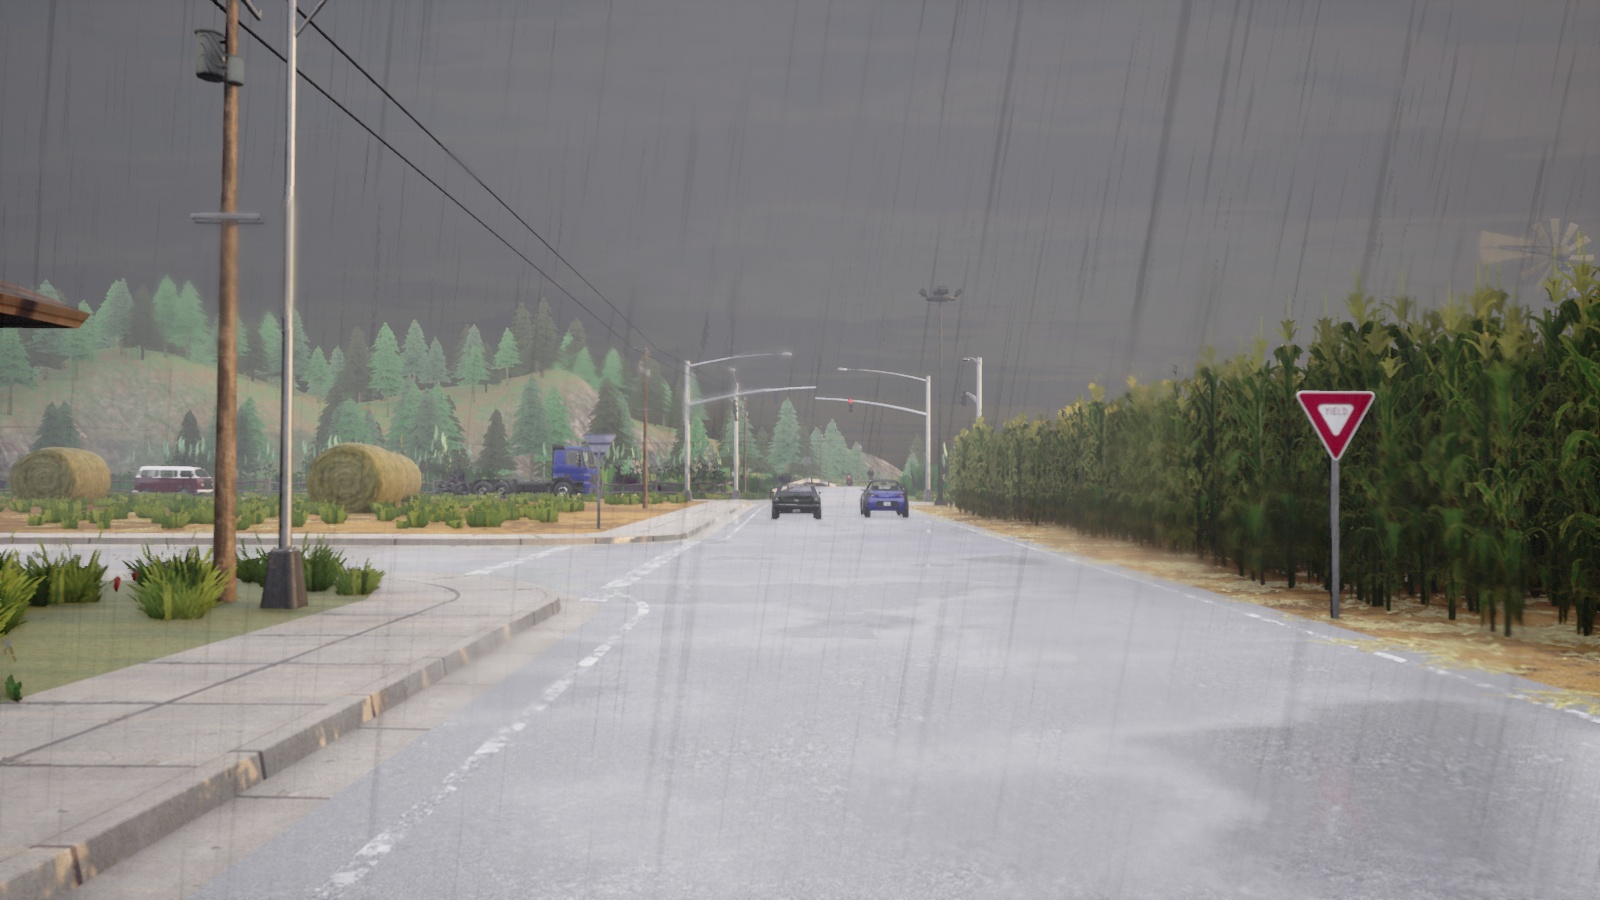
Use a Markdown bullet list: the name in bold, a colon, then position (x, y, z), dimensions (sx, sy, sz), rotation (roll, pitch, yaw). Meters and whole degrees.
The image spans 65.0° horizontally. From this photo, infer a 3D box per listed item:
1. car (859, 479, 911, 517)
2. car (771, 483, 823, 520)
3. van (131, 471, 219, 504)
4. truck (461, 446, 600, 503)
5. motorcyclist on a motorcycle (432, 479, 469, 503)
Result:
- **car**: position (3.374, 1.897, 50.620), dimensions (1.816, 1.474, 4.193), rotation (0, -1, 0)
- **car**: position (-0.119, 1.936, 47.704), dimensions (1.895, 1.301, 4.718), rotation (0, -1, 0)
- **van**: position (-39.187, 2.342, 78.785), dimensions (4.480, 2.038, 2.069), rotation (0, -1, 3)
- **truck**: position (-16.615, 1.522, 77.681), dimensions (7.936, 3.462, 2.891), rotation (0, -1, 3)
- **motorcyclist on a motorcycle**: position (-22.676, 2.644, 81.472), dimensions (2.191, 1.530, 0.866), rotation (0, -1, 3)
